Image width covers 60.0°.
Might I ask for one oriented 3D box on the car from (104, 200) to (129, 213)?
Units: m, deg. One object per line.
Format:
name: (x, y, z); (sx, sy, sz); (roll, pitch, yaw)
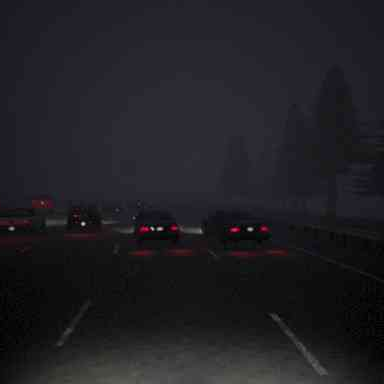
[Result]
car: (-8.578, 1.542, 35.883); (1.895, 1.301, 4.718); (0, 0, -25)

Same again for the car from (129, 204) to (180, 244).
car: (-1.768, 1.517, 15.711); (2.033, 1.411, 5.357); (0, 0, -11)

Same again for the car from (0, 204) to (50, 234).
car: (-9.786, 1.581, 19.233); (1.895, 1.301, 4.718); (0, 0, -14)

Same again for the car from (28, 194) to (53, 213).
car: (-16.054, 1.179, 35.307); (2.150, 2.045, 5.566); (0, 0, -27)

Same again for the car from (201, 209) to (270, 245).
car: (1.808, 1.510, 15.494); (2.033, 1.411, 5.357); (0, 0, -11)

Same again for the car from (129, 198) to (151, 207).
car: (-6.101, 1.455, 38.706); (1.812, 1.442, 4.674); (0, 0, -26)

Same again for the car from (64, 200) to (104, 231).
car: (-6.609, 1.475, 20.658); (1.837, 1.490, 4.892); (0, 0, -15)

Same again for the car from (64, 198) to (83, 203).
car: (-12.901, 1.440, 36.690); (2.128, 1.511, 4.902); (0, 0, -27)
